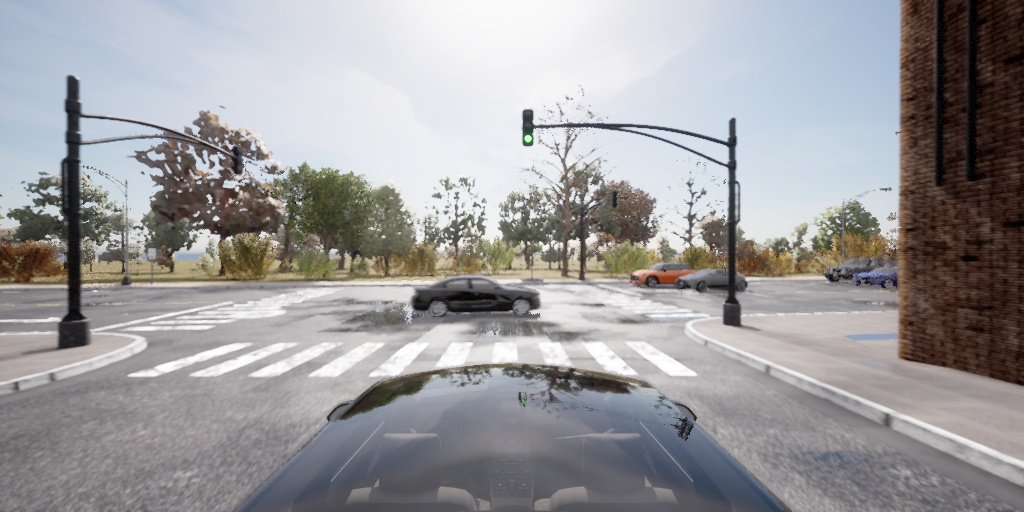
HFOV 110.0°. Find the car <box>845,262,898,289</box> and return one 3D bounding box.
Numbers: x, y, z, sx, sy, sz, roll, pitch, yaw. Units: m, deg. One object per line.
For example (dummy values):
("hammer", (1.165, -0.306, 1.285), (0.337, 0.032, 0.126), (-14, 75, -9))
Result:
("car", (26.287, 1.419, 24.790), (5.008, 1.535, 1.882), (0, 0, -9))

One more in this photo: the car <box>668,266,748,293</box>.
("car", (12.534, 1.515, 22.658), (4.181, 1.385, 1.994), (0, 0, -9))

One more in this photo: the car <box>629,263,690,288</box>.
("car", (10.813, 1.286, 25.687), (4.553, 1.767, 2.097), (0, 0, -8))

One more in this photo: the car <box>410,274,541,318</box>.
("car", (-1.365, 1.482, 14.009), (5.008, 1.535, 1.882), (0, 0, -8))

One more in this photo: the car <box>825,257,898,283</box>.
("car", (27.894, 1.141, 28.341), (5.566, 2.045, 2.150), (0, 0, -9))
